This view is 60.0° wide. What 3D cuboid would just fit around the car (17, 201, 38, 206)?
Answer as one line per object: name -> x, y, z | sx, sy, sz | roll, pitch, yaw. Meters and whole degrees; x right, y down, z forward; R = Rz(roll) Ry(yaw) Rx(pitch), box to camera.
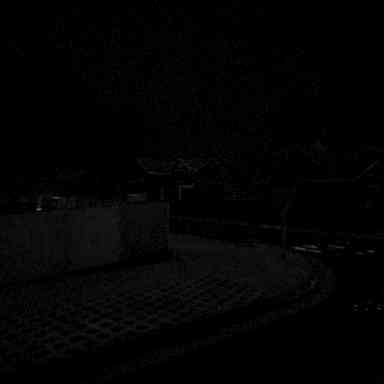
car -> -22.367, 1.495, 44.774 | 1.895, 1.301, 4.718 | 4, -3, -44
